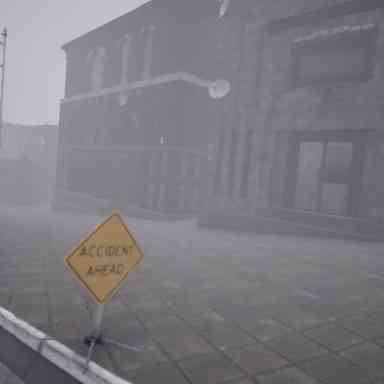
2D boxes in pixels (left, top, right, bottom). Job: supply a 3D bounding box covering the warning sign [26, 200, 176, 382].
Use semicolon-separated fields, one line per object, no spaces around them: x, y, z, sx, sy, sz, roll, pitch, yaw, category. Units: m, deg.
-1.184;1.150;4.452;1.060;1.860;1.300;8;-1;40;warning sign
